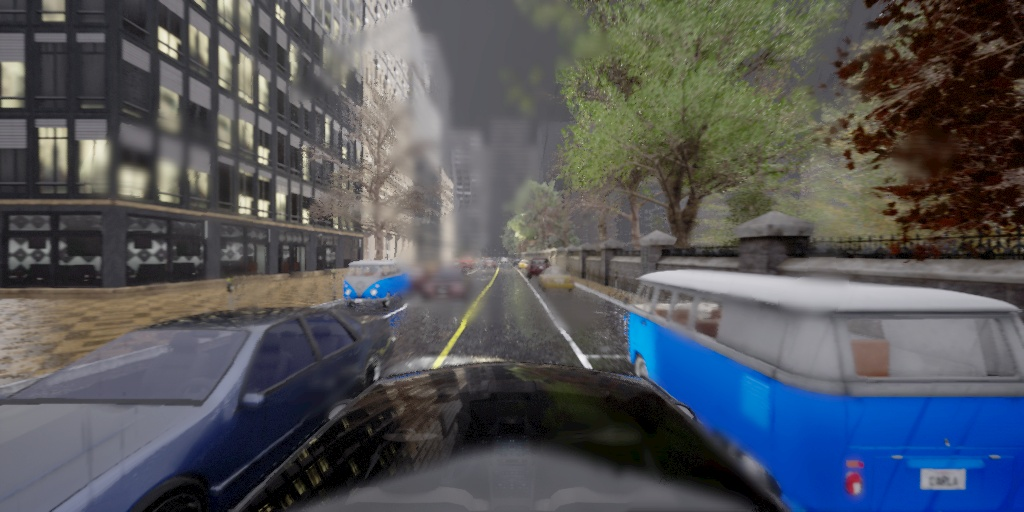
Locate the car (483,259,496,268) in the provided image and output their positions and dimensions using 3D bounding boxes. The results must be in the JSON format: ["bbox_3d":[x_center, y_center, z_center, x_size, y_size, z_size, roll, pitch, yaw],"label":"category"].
[{"bbox_3d":[-3.601,1.231,57.840,1.812,1.442,4.674,0,0,-1],"label":"car"}]

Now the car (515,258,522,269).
[{"bbox_3d":[1.866,1.233,54.071,1.751,1.417,4.829,0,0,-2],"label":"car"}]

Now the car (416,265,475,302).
[{"bbox_3d":[-2.894,1.307,17.007,1.994,1.385,4.181,0,0,0],"label":"car"}]

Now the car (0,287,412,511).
[{"bbox_3d":[-2.850,1.297,3.688,2.033,1.411,5.357,0,0,0],"label":"car"}]

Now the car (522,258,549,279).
[{"bbox_3d":[2.341,1.045,31.715,2.192,1.841,5.009,0,0,-1],"label":"car"}]

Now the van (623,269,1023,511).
[{"bbox_3d":[2.566,1.089,3.985,1.690,1.789,3.998,0,0,0],"label":"van"}]

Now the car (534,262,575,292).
[{"bbox_3d":[2.477,1.264,20.788,1.751,1.417,4.829,0,0,-1],"label":"car"}]

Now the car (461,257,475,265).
[{"bbox_3d":[-6.011,1.032,48.209,2.192,1.841,5.009,0,0,-1],"label":"car"}]

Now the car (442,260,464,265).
[{"bbox_3d":[-5.682,1.278,31.567,1.888,1.381,4.507,0,0,-1],"label":"car"}]

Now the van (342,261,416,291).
[{"bbox_3d":[-5.501,1.086,14.926,1.690,1.789,3.998,0,0,0],"label":"van"}]

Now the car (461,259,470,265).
[{"bbox_3d":[-5.777,1.310,37.116,1.802,1.307,4.207,0,0,-1],"label":"car"}]

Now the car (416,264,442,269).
[{"bbox_3d":[-5.546,1.286,20.472,1.888,1.381,4.507,0,0,-1],"label":"car"}]
